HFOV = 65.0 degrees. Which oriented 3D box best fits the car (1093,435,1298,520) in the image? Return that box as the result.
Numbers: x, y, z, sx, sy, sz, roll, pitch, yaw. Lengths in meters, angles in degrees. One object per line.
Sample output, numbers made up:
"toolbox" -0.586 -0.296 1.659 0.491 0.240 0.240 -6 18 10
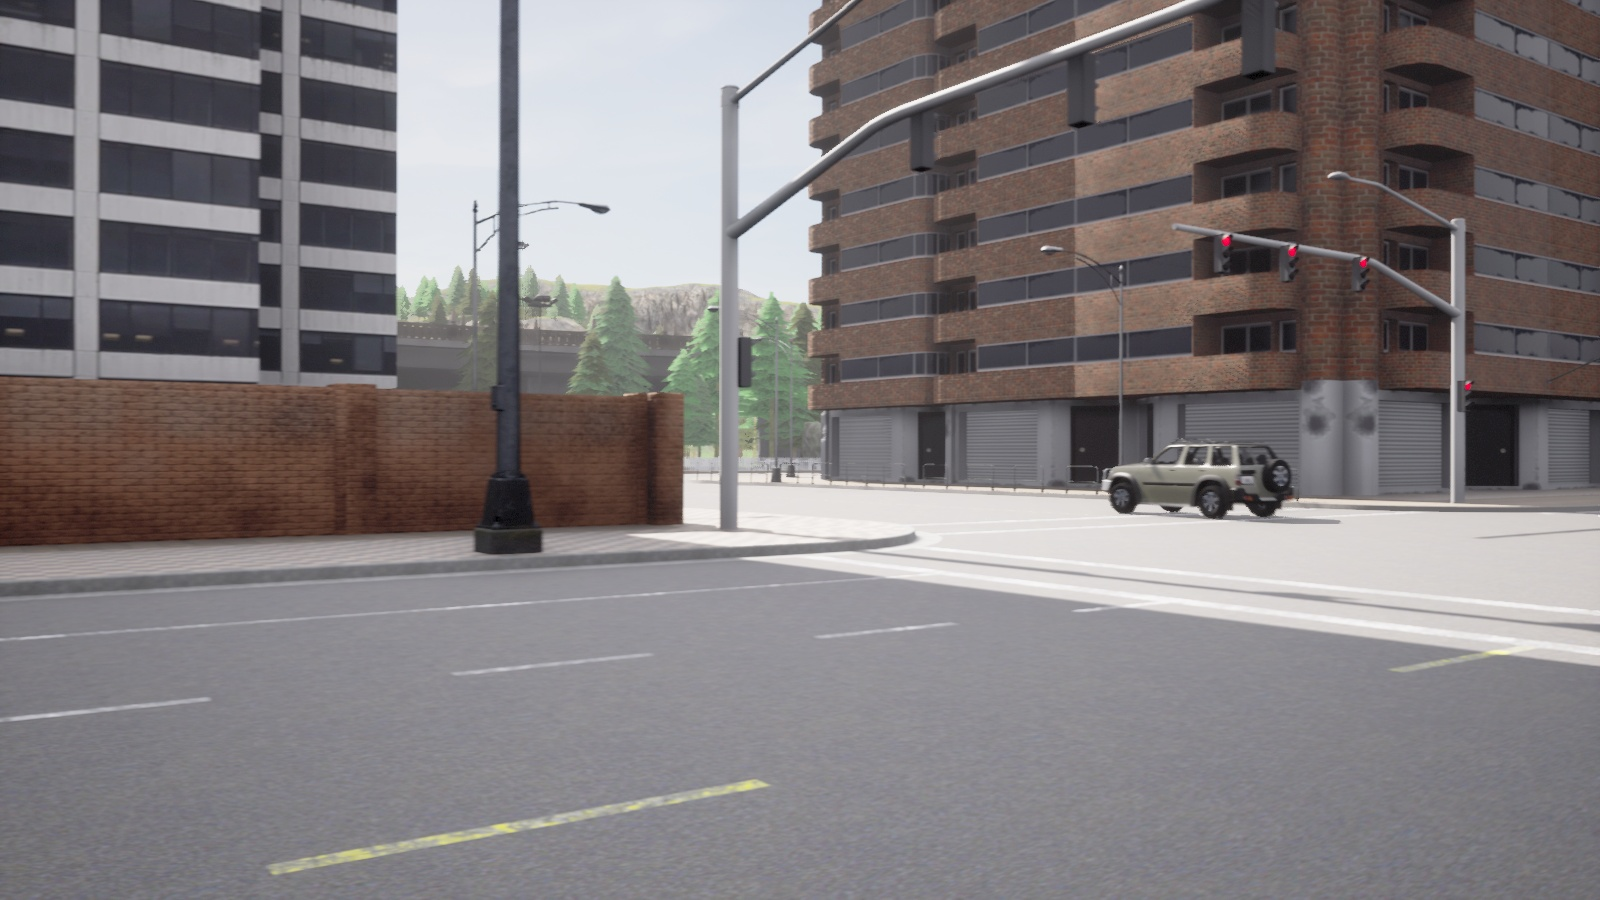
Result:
"car" 9.383 0.616 30.159 1.932 1.855 4.605 0 0 -30
